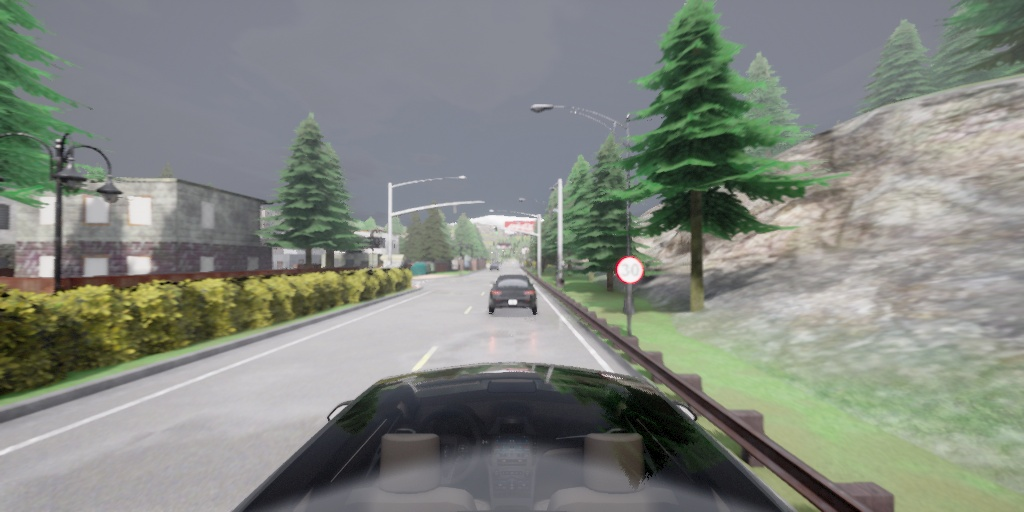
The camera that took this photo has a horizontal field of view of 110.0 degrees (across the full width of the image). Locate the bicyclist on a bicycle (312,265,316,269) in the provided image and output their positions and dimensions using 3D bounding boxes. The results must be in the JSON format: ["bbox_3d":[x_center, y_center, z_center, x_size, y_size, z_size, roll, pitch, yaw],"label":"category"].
[{"bbox_3d":[-23.139,1.755,41.495,0.582,1.620,1.656,0,-1,7],"label":"bicyclist on a bicycle"}]

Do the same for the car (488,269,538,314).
[{"bbox_3d":[0.048,1.454,14.682,1.812,1.442,4.674,0,-1,0],"label":"car"}]
